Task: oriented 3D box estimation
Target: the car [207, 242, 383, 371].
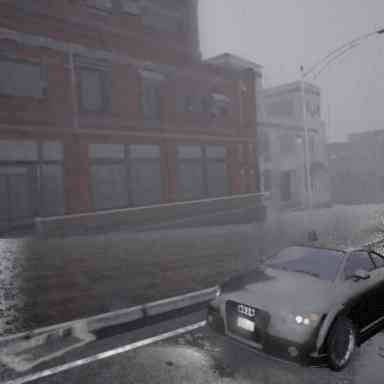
[{"bbox_3d":[2.238,1.613,5.811,4.181,1.385,1.994,0,-1,-41],"label":"car"}]
